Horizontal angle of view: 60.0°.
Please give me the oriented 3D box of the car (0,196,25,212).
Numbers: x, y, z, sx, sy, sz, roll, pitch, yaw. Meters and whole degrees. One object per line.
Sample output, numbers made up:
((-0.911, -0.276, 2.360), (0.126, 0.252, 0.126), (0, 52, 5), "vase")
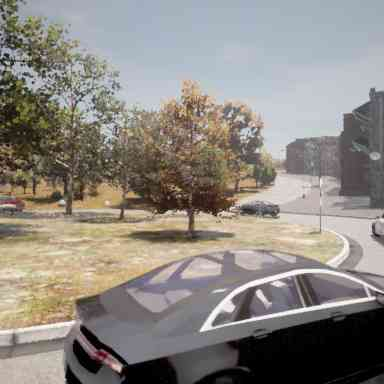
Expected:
((-20.820, 1.272, 36.334), (4.553, 1.767, 2.097), (0, 0, -34), "car")

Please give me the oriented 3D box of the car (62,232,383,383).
((1.029, 1.492, 4.108), (4.902, 1.511, 2.128), (0, 0, -28), "car")

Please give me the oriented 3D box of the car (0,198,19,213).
((-20.134, 1.516, 32.860), (4.718, 1.301, 1.895), (0, 0, -39), "car")

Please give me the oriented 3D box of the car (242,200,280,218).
((5.894, 1.523, 30.890), (2.128, 1.511, 4.902), (0, 0, -35), "car")

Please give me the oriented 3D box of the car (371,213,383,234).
((9.345, 1.499, 14.743), (1.812, 1.442, 4.674), (0, 0, 19), "car")
